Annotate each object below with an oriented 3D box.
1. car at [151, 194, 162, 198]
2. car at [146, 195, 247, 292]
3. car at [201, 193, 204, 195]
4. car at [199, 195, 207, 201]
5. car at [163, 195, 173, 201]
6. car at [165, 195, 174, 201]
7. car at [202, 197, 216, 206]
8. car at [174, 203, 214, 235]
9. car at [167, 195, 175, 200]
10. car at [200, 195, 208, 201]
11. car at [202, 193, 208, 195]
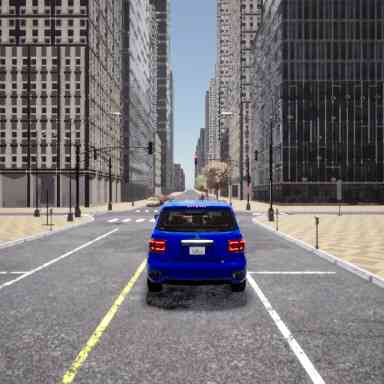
[{"bbox_3d":[-5.803,1.485,50.073,1.752,1.417,4.829,0,0,0],"label":"car"},{"bbox_3d":[0.101,1.221,9.071,2.150,2.045,5.566,0,0,0],"label":"car"},{"bbox_3d":[2.714,1.224,72.941,2.192,1.841,5.009,0,0,0],"label":"car"},{"bbox_3d":[2.716,1.422,84.291,1.887,1.381,4.507,0,0,0],"label":"car"},{"bbox_3d":[-5.666,1.438,78.623,1.887,1.381,4.507,0,0,0],"label":"car"},{"bbox_3d":[-5.665,1.428,84.299,2.008,1.369,4.403,0,0,0],"label":"car"},{"bbox_3d":[2.807,1.500,55.919,2.008,1.369,4.403,0,0,0],"label":"car"},{"bbox_3d":[0.101,1.486,19.800,2.128,1.511,4.902,0,0,0],"label":"car"},{"bbox_3d":[-5.663,1.411,89.974,2.008,1.369,4.403,0,0,0],"label":"car"},{"bbox_3d":[2.715,1.419,78.786,1.752,1.417,4.829,0,0,0],"label":"car"},{"bbox_3d":[2.837,1.400,50.241,1.967,1.590,4.097,0,0,0],"label":"car"}]
